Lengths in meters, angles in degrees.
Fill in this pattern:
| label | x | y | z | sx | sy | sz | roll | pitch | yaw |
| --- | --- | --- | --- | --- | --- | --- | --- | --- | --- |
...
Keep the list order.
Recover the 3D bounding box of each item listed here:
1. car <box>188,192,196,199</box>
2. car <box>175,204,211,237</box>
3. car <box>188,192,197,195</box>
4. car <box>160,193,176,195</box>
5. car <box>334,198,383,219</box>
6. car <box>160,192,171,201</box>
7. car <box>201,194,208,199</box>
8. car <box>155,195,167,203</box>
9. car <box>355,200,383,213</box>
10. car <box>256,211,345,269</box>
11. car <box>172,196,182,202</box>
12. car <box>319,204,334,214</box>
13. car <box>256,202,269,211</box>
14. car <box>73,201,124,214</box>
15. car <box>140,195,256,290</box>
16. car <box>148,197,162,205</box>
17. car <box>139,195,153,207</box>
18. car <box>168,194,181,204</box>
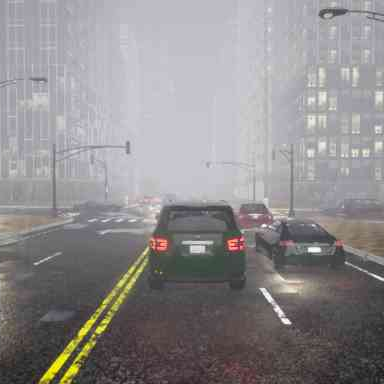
| label | x | y | z | sx | sy | sz | roll | pitch | yaw |
| --- | --- | --- | --- | --- | --- | --- | --- | --- | --- |
| car | 0.110 | 0.963 | 91.704 | 2.150 | 2.045 | 5.566 | 0 | 0 | 0 |
| car | 0.119 | 1.515 | 18.900 | 1.812 | 1.442 | 4.674 | 0 | 0 | 2 |
| car | 0.098 | 1.439 | 81.675 | 1.812 | 1.442 | 4.674 | 0 | 0 | 0 |
| car | -3.301 | 1.183 | 51.771 | 2.150 | 2.045 | 5.566 | 0 | 0 | -1 |
| car | 16.237 | 1.517 | 30.448 | 5.009 | 1.841 | 2.192 | 1 | 0 | 1 |
| car | -6.405 | 1.150 | 79.800 | 2.150 | 2.045 | 5.566 | 0 | 0 | 0 |
| car | 3.360 | 1.216 | 91.670 | 1.882 | 1.535 | 5.008 | 0 | 0 | 0 |
| car | -6.417 | 1.417 | 69.230 | 1.882 | 1.535 | 5.008 | 0 | 0 | 0 |
| car | 21.856 | 1.641 | 38.728 | 4.829 | 1.417 | 1.752 | 1 | 0 | 1 |
| car | 3.363 | 1.558 | 11.148 | 1.994 | 1.385 | 4.181 | 0 | 0 | 0 |
| car | -3.165 | 1.532 | 71.635 | 1.895 | 1.301 | 4.718 | 0 | 0 | 0 |
| car | 16.766 | 1.660 | 36.224 | 5.357 | 1.411 | 2.033 | 0 | 1 | 1 |
| car | 3.373 | 1.341 | 19.762 | 2.097 | 1.767 | 4.553 | 0 | 0 | 0 |
| car | -9.304 | 1.534 | 33.457 | 4.718 | 1.301 | 1.895 | 1 | 1 | 1 |
| car | 0.113 | 1.217 | 9.218 | 2.150 | 2.045 | 5.566 | 0 | 0 | 0 |
| car | -6.502 | 1.554 | 58.975 | 1.895 | 1.301 | 4.718 | 0 | 0 | 0 |
| car | -6.563 | 1.316 | 49.986 | 2.097 | 1.767 | 4.553 | 0 | 0 | 1 |
| car | -3.240 | 1.302 | 61.582 | 2.097 | 1.767 | 4.553 | 0 | 0 | 0 |
